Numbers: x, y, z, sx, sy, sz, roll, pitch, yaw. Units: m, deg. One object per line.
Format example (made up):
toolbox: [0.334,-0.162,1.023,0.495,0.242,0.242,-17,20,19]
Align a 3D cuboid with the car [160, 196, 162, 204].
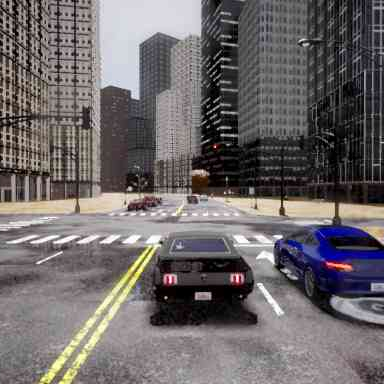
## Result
car: [-6.482,1.416,60.852,2.128,1.511,4.902,0,0,0]

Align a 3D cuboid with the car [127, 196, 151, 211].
car: [-6.522,1.530,40.312,1.994,1.385,4.181,0,0,0]

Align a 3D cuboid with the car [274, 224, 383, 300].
car: [3.356,1.523,8.213,1.812,1.442,4.674,0,0,1]

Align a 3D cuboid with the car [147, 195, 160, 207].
car: [-6.502,1.299,50.561,2.097,1.767,4.553,0,0,0]

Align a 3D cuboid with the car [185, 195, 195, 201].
car: [-0.450,1.396,81.356,2.128,1.511,4.902,0,0,-4]

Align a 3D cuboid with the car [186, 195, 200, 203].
car: [0.152,1.439,66.082,1.812,1.442,4.674,0,0,-1]

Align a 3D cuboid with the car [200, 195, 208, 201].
car: [2.849,1.397,80.515,1.812,1.442,4.674,0,0,-4]

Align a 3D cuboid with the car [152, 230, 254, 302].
car: [0.114,1.598,8.246,1.895,1.301,4.718,0,0,-2]
